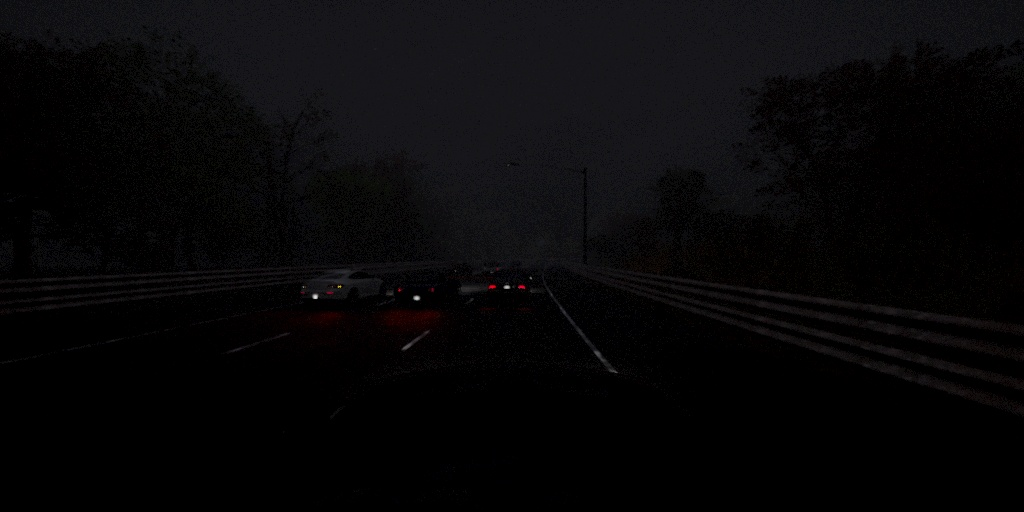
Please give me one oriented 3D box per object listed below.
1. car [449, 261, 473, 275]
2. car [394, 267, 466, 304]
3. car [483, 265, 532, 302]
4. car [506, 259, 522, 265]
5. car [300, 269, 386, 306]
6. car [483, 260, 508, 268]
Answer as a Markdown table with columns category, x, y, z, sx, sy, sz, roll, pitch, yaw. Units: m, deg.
| category | x | y | z | sx | sy | sz | roll | pitch | yaw |
| --- | --- | --- | --- | --- | --- | --- | --- | --- | --- |
| car | -5.483 | 1.285 | 38.615 | 2.128 | 1.511 | 4.902 | 0 | 0 | 5 |
| car | -3.615 | 1.359 | 16.323 | 1.895 | 1.301 | 4.718 | 0 | 0 | 3 |
| car | -0.050 | 1.319 | 17.061 | 2.033 | 1.411 | 5.357 | 0 | 0 | 3 |
| car | 0.758 | 1.361 | 64.947 | 2.128 | 1.511 | 4.902 | 0 | 0 | 7 |
| car | -7.134 | 1.271 | 15.567 | 1.812 | 1.442 | 4.674 | 0 | 0 | 3 |
| car | -1.934 | 1.407 | 39.259 | 1.895 | 1.301 | 4.718 | 0 | 0 | 5 |
